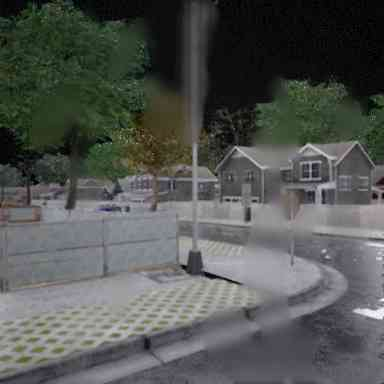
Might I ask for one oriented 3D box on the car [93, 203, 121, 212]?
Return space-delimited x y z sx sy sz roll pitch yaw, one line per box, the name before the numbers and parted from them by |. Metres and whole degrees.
car | -10.024 2.080 38.837 1.882 1.535 5.008 0 -1 -36
